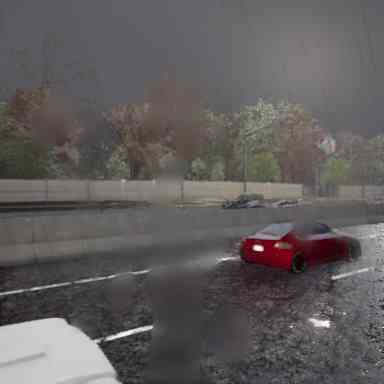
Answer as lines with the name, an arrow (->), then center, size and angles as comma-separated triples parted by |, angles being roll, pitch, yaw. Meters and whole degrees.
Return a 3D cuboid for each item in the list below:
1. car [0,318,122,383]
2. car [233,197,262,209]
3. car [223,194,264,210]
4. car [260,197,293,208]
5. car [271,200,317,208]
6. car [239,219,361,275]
car -> -2.703, 1.602, 1.815 | 4.718, 1.301, 1.895 | 0, 0, -36
car -> 6.743, 1.545, 34.596 | 4.181, 1.385, 1.994 | 0, 0, -35
car -> 6.115, 1.201, 38.448 | 5.566, 2.045, 2.150 | 0, 0, -35
car -> 9.130, 1.485, 32.003 | 4.892, 1.490, 1.837 | 0, 0, -35
car -> 9.139, 1.583, 27.712 | 4.718, 1.301, 1.895 | 0, 0, -35
car -> 3.506, 1.557, 10.550 | 4.181, 1.385, 1.994 | 0, 0, -36
